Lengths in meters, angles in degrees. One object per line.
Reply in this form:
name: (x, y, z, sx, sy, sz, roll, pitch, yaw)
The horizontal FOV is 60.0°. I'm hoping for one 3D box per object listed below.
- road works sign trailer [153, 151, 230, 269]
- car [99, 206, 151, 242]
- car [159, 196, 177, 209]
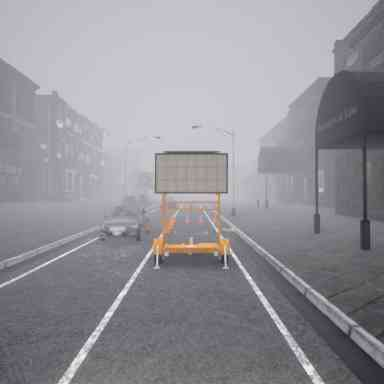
road works sign trailer: (-0.018, 0.446, 11.093, 2.380, 3.560, 2.880, 0, 0, 0)
car: (-3.147, 1.460, 16.387, 2.128, 1.511, 4.902, 0, 0, 0)
car: (-3.130, 1.328, 43.716, 2.097, 1.767, 4.553, 0, 0, 0)
